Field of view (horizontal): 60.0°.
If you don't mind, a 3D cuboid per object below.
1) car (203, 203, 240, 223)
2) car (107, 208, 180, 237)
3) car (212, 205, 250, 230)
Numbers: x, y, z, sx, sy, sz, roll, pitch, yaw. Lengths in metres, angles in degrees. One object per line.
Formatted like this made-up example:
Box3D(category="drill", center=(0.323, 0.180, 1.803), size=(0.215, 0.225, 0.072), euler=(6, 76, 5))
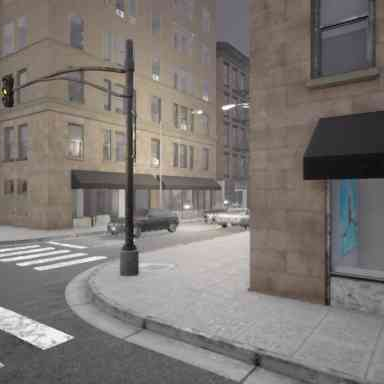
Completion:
Box3D(category="car", center=(2.709, 1.643, 26.277), size=(2.128, 1.511, 4.902), euler=(0, 0, 35))
Box3D(category="car", center=(-2.592, 1.623, 18.803), size=(1.812, 1.442, 4.674), euler=(0, 0, 37))
Box3D(category="car", center=(3.586, 1.737, 22.417), size=(1.895, 1.301, 4.718), euler=(0, 0, 35))
